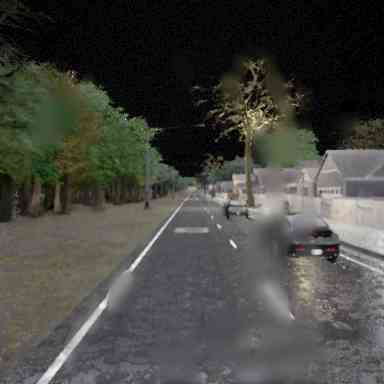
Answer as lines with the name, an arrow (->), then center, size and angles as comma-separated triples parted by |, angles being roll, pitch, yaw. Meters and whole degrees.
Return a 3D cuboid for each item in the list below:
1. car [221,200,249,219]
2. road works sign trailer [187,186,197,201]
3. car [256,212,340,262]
car -> 3.604, 1.431, 28.217 | 2.128, 1.511, 4.902 | 0, 0, 0
road works sign trailer -> 0.013, 0.341, 81.758 | 2.380, 3.560, 2.880 | 0, 0, 0
car -> 3.599, 1.477, 12.017 | 1.837, 1.490, 4.892 | 0, 0, 0
